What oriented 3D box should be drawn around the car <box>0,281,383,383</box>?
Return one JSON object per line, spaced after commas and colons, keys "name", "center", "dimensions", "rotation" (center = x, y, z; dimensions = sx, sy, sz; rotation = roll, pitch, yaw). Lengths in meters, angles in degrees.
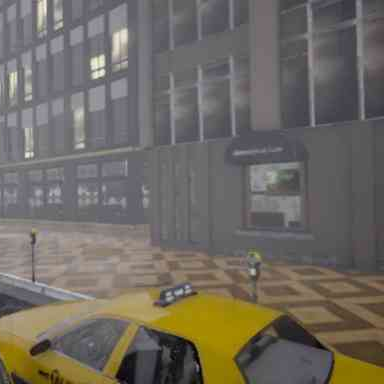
{"name": "car", "center": [-0.366, 1.535, 3.149], "dimensions": [4.829, 1.417, 1.752], "rotation": [0, -1, 35]}
